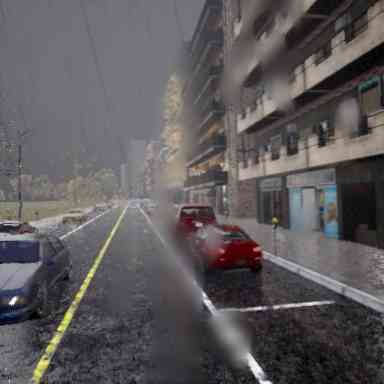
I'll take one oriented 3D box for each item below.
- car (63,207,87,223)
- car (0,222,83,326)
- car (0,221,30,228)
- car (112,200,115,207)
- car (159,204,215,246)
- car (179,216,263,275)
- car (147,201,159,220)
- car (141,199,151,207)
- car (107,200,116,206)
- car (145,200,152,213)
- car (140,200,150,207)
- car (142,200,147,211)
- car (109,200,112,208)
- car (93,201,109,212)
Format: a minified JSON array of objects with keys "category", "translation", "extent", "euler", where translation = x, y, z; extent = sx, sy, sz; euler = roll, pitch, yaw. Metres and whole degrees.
[{"category":"car","translation":[-10.757,2.102,30.709],"extent":[1.752,1.417,4.829],"euler":[-1,-1,-10]},{"category":"car","translation":[-4.025,1.728,7.785],"extent":[2.033,1.411,5.357],"euler":[-1,-1,-10]},{"category":"car","translation":[-7.775,1.922,14.184],"extent":[1.802,1.307,4.206],"euler":[-1,-1,-10]},{"category":"car","translation":[-17.813,2.582,69.822],"extent":[1.967,1.590,4.097],"euler":[-1,-1,-10]},{"category":"car","translation":[-0.124,1.472,16.126],"extent":[2.192,1.841,5.009],"euler":[-1,-1,-10]},{"category":"car","translation":[0.885,1.660,10.552],"extent":[1.802,1.307,4.206],"euler":[-1,-1,-10]},{"category":"car","translation":[-3.165,1.925,33.002],"extent":[1.752,1.417,4.829],"euler":[-1,-1,-10]},{"category":"car","translation":[-6.151,2.077,49.548],"extent":[1.967,1.590,4.097],"euler":[-1,-1,-10]},{"category":"car","translation":[-20.823,2.826,86.513],"extent":[1.967,1.590,4.097],"euler":[-1,-1,-10]},{"category":"car","translation":[-4.170,2.004,38.573],"extent":[1.752,1.417,4.829],"euler":[-1,-1,-10]},{"category":"car","translation":[-10.168,2.526,71.828],"extent":[1.947,1.339,4.313],"euler":[-1,-1,-10]},{"category":"car","translation":[-5.144,2.107,43.976],"extent":[2.008,1.369,4.403],"euler":[-1,-1,-10]},{"category":"car","translation":[-15.804,2.531,58.694],"extent":[2.008,1.369,4.403],"euler":[-1,-1,-10]},{"category":"car","translation":[-14.800,2.450,53.130],"extent":[2.008,1.369,4.403],"euler":[-1,-1,-10]}]
